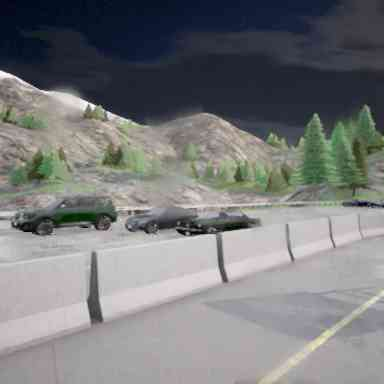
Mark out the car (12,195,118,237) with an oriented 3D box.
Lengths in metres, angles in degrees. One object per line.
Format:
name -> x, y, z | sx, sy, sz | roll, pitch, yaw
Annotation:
car -> -6.858, 1.225, 18.556 | 5.566, 2.045, 2.150 | 0, 0, -45

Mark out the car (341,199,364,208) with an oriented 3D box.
car -> 22.997, 1.575, 46.404 | 4.718, 1.301, 1.895 | 0, 0, -31

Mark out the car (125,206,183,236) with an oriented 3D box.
car -> -1.532, 1.525, 18.827 | 4.674, 1.442, 1.812 | 0, 0, -43

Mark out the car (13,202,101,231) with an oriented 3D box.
car -> -8.658, 1.496, 21.656 | 4.902, 1.511, 2.128 | 0, 0, -44

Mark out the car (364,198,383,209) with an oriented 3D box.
car -> 25.548, 1.520, 43.873 | 5.357, 1.411, 2.033 | 0, 0, -31

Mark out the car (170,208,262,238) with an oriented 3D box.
car -> 1.417, 1.598, 16.828 | 4.718, 1.301, 1.895 | 0, 0, -43
